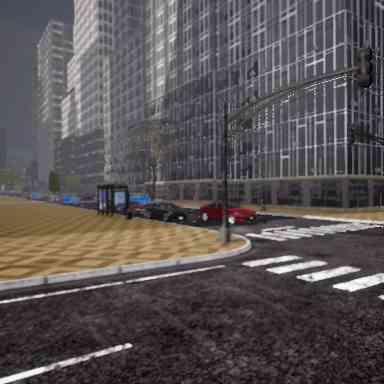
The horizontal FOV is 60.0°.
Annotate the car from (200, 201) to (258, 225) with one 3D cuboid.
[{"bbox_3d":[2.555,1.429,24.129,1.882,1.535,5.008,-1,1,-34],"label":"car"}]

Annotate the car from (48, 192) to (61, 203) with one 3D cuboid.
[{"bbox_3d":[-24.340,1.130,58.971,2.008,1.369,4.403,0,1,-34],"label":"car"}]

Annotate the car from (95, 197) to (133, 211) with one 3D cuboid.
[{"bbox_3d":[-8.366,1.406,35.470,1.947,1.339,4.313,0,1,-34],"label":"car"}]

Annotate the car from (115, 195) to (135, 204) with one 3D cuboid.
[{"bbox_3d":[-11.010,1.180,54.305,1.802,1.307,4.206,0,1,-34],"label":"car"}]

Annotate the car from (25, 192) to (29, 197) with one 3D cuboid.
[{"bbox_3d":[-37.154,0.806,77.748,1.967,1.590,4.097,0,1,-34],"label":"car"}]

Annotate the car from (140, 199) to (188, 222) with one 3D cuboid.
[{"bbox_3d":[-2.021,1.508,26.036,1.947,1.339,4.313,0,1,-34],"label":"car"}]

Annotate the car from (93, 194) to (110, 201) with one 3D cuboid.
[{"bbox_3d":[-17.418,1.074,63.695,1.802,1.307,4.206,0,1,-34],"label":"car"}]

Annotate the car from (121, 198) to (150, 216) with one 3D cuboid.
[{"bbox_3d":[-5.211,1.473,30.743,1.802,1.307,4.206,0,1,-34],"label":"car"}]

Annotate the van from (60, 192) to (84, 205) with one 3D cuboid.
[{"bbox_3d":[-17.931,1.026,49.580,1.690,1.788,3.998,0,1,-34],"label":"van"}]

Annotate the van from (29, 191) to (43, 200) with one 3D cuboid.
[{"bbox_3d":[-33.951,0.761,73.053,1.690,1.788,3.998,0,1,-34],"label":"van"}]

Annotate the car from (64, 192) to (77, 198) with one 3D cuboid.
[{"bbox_3d":[-30.233,0.830,82.471,2.008,1.369,4.403,0,1,-34],"label":"car"}]

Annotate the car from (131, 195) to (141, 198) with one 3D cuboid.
[{"bbox_3d":[-8.287,1.343,40.041,1.994,1.385,4.181,-1,1,-34],"label":"car"}]

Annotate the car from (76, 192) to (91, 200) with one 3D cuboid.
[{"bbox_3d":[-23.825,0.826,73.082,1.967,1.590,4.097,0,1,-34],"label":"car"}]

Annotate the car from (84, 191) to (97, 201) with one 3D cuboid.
[{"bbox_3d":[-17.397,0.797,53.549,1.994,1.385,4.181,-1,1,-34],"label":"car"}]

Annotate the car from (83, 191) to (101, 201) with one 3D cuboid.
[{"bbox_3d":[-20.621,0.754,68.386,2.192,1.841,5.009,0,1,-34],"label":"car"}]

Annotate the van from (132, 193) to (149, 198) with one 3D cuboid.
[{"bbox_3d":[-7.806,0.991,49.608,1.690,1.788,3.998,0,1,-34],"label":"van"}]
